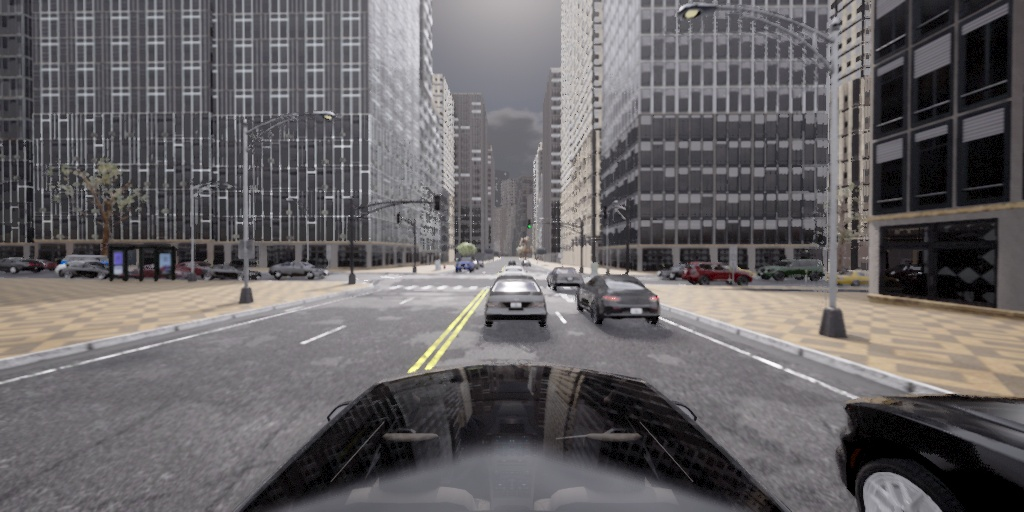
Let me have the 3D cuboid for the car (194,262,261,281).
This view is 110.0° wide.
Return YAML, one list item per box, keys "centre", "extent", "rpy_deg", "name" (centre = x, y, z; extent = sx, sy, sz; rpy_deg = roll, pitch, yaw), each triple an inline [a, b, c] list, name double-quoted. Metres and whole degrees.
- centre: [-22.722, 1.330, 29.081]
  extent: [4.313, 1.339, 1.948]
  rpy_deg: [0, 0, 1]
  name: "car"

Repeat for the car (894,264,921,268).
- centre: [37.124, 1.578, 33.939]
  extent: [4.553, 1.767, 2.097]
  rpy_deg: [0, 1, 1]
  name: "car"

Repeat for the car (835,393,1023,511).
- centre: [3.346, 1.222, 0.592]
  extent: [1.882, 1.535, 5.008]
  rpy_deg: [0, 0, 0]
  name: "car"

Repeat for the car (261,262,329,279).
- centre: [-18.790, 1.262, 31.710]
  extent: [4.902, 1.511, 2.128]
  rpy_deg: [1, 1, 1]
  name: "car"

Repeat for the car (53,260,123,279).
- centre: [-34.087, 1.228, 29.391]
  extent: [4.313, 1.339, 1.948]
  rpy_deg: [0, 0, 1]
  name: "car"

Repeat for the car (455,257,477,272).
- centre: [-6.582, 1.212, 50.292]
  extent: [2.150, 2.045, 5.566]
  rpy_deg: [0, 0, 0]
  name: "car"

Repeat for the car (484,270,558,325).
- centre: [0.107, 1.350, 11.942]
  extent: [2.033, 1.411, 5.357]
  rpy_deg: [0, 0, 0]
  name: "car"

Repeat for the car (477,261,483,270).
- centre: [-6.545, 1.527, 60.208]
  extent: [2.128, 1.511, 4.902]
  rpy_deg: [0, 0, 0]
  name: "car"

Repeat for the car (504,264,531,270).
- centre: [0.113, 1.421, 24.116]
  extent: [1.812, 1.442, 4.674]
  rpy_deg: [0, -2, 0]
  name: "car"

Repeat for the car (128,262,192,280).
- centre: [-28.406, 1.295, 29.216]
  extent: [4.207, 1.307, 1.802]
  rpy_deg: [0, 0, 1]
  name: "car"

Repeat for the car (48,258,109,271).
- centre: [-37.935, 1.125, 32.114]
  extent: [4.674, 1.442, 1.812]
  rpy_deg: [1, 1, 2]
  name: "car"

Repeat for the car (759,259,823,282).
- centre: [26.538, 1.354, 34.140]
  extent: [5.566, 2.045, 2.150]
  rpy_deg: [0, 1, 1]
  name: "car"

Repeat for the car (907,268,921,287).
- centre: [33.121, 1.835, 28.242]
  extent: [4.207, 1.307, 1.802]
  rpy_deg: [0, 0, 1]
  name: "car"

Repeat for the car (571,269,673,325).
- centre: [3.355, 1.328, 11.964]
  extent: [1.812, 1.442, 4.674]
  rpy_deg: [0, 0, 0]
  name: "car"

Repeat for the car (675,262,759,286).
- centre: [16.202, 1.422, 28.539]
  extent: [5.009, 1.841, 2.192]
  rpy_deg: [0, 0, 1]
  name: "car"

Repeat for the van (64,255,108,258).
- centre: [-45.275, 0.813, 38.056]
  extent: [3.998, 1.789, 1.690]
  rpy_deg: [0, 0, 1]
  name: "van"

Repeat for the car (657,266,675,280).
- centre: [16.457, 1.540, 34.318]
  extent: [4.902, 1.511, 2.128]
  rpy_deg: [0, 1, 1]
  name: "car"

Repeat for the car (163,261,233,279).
- centre: [-27.886, 1.215, 31.898]
  extent: [4.674, 1.442, 1.812]
  rpy_deg: [1, 1, 2]
  name: "car"

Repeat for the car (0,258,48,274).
- centre: [-49.554, 0.965, 35.547]
  extent: [4.892, 1.490, 1.837]
  rpy_deg: [1, 1, 1]
  name: "car"

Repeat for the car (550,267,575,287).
- centre: [3.352, 1.430, 23.254]
  extent: [2.033, 1.411, 5.357]
  rpy_deg: [0, -1, 0]
  name: "car"

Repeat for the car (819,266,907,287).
- centre: [27.651, 1.730, 28.338]
  extent: [4.829, 1.417, 1.751]
  rpy_deg: [0, 0, 1]
  name: "car"
